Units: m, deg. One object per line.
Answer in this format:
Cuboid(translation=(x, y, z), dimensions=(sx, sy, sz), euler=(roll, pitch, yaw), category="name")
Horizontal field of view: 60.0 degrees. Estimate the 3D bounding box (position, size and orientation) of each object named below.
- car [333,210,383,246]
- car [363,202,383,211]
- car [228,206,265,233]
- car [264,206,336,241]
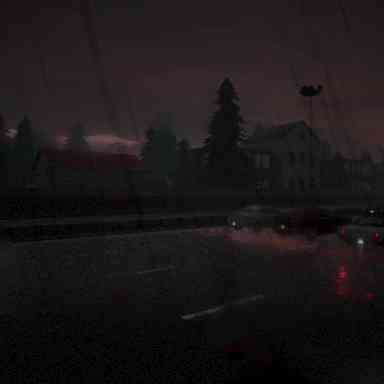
Cuboid(translation=(8.293, 1.616, 14.084), dimensions=(4.718, 1.301, 1.895), euler=(0, 0, -35), category="car")
Cuboid(translation=(16.416, 1.572, 28.476), dimensions=(4.181, 1.385, 1.994), euler=(0, 0, -35), category="car")
Cuboid(translation=(4.204, 1.532, 19.765), dimensions=(4.674, 1.442, 1.812), euler=(0, 0, -35), category="car")
Cuboid(translation=(6.236, 1.484, 16.916), dimensions=(5.008, 1.535, 1.882), euler=(0, 0, -35), category="car")
